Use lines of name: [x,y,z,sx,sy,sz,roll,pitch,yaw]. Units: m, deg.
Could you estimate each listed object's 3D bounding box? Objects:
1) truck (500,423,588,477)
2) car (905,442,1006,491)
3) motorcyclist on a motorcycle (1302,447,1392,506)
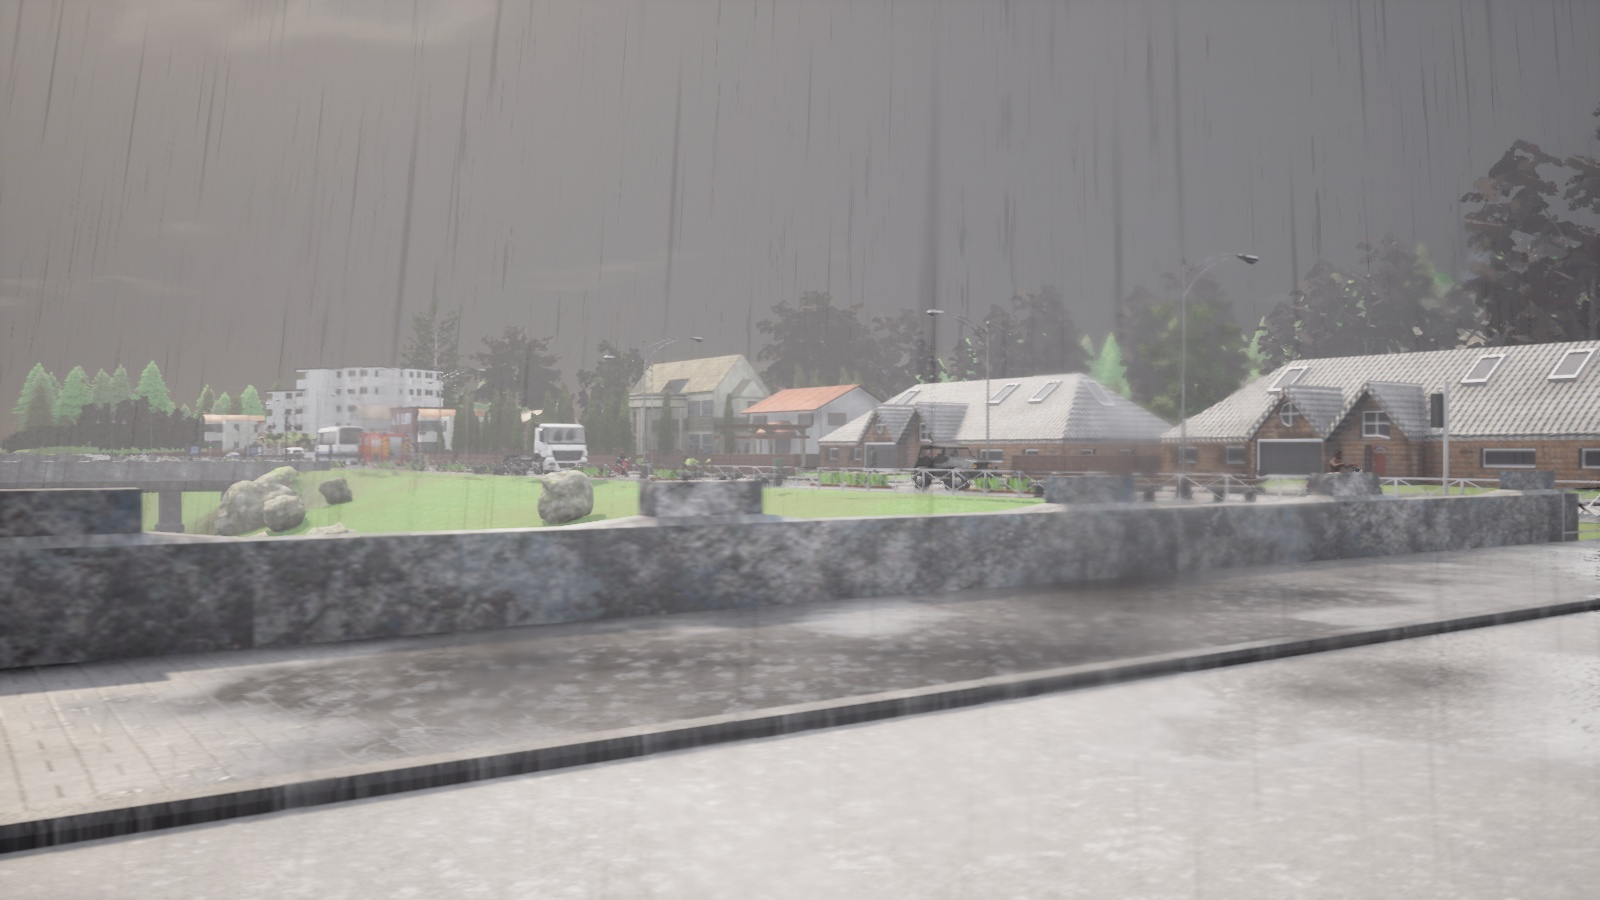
truck: [-17.141,0.004,83.664,2.891,3.462,7.936,0,0,-35]
car: [6.174,0.651,50.171,1.905,1.878,3.866,0,0,-35]
motorcyclist on a motorcycle: [15.799,0.751,36.344,0.766,1.649,2.350,0,0,-35]
